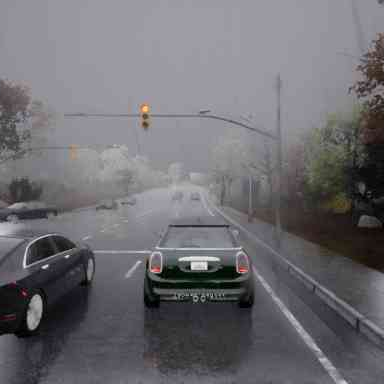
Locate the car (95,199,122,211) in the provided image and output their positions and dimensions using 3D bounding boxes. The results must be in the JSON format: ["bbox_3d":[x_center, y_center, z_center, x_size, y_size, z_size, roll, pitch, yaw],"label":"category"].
[{"bbox_3d":[-10.295,1.564,40.370,1.994,1.385,4.181,0,0,1],"label":"car"}]

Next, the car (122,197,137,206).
[{"bbox_3d":[-10.169,1.495,53.970,2.033,1.411,5.357,0,1,1],"label":"car"}]

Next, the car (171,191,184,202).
[{"bbox_3d":[-2.984,1.070,64.608,2.033,1.411,5.357,0,3,1],"label":"car"}]

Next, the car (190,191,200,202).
[{"bbox_3d":[0.617,1.053,64.893,2.033,1.411,5.357,0,3,1],"label":"car"}]

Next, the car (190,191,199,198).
[{"bbox_3d":[0.609,0.516,75.150,2.033,1.411,5.357,0,3,1],"label":"car"}]

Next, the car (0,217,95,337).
[{"bbox_3d":[-3.377,1.505,6.627,1.837,1.490,4.892,0,0,0],"label":"car"}]

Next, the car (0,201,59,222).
[{"bbox_3d":[-12.614,1.477,25.304,1.882,1.535,5.008,1,0,30],"label":"car"}]

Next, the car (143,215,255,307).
[{"bbox_3d":[0.143,1.352,8.127,2.097,1.767,4.553,0,0,0],"label":"car"}]
